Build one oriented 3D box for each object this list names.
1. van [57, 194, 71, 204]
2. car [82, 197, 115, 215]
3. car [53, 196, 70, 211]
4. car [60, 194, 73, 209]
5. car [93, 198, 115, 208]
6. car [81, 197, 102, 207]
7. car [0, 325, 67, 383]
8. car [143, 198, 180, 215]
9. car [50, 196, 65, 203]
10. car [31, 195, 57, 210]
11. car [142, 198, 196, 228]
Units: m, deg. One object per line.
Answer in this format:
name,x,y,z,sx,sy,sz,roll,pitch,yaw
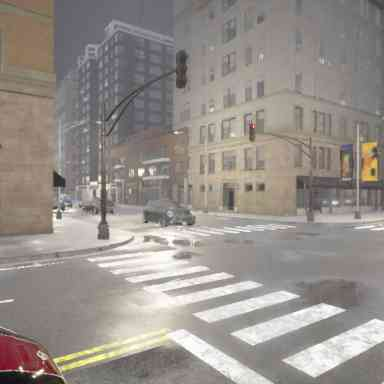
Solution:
van,-25.192,1.333,65.405,1.690,1.788,3.998,0,0,-35
car,-9.388,1.473,33.446,1.837,1.490,4.892,0,-1,-35
car,-16.051,1.520,38.494,1.947,1.339,4.313,0,0,-35
car,-17.612,1.454,45.162,2.128,1.511,4.902,0,0,-35
car,-12.629,1.564,47.571,1.802,1.307,4.206,0,0,-35
car,-15.868,1.508,52.168,1.752,1.417,4.829,0,0,-35
car,-2.843,1.352,1.441,4.553,1.767,2.097,0,0,-36
car,-3.207,1.428,34.196,1.967,1.590,4.097,0,0,-35
car,-28.333,1.561,69.863,1.947,1.339,4.313,0,0,-35
car,-19.190,1.268,42.953,2.192,1.841,5.009,0,0,-35
car,-1.612,1.332,22.088,2.097,1.767,4.553,0,0,-31
